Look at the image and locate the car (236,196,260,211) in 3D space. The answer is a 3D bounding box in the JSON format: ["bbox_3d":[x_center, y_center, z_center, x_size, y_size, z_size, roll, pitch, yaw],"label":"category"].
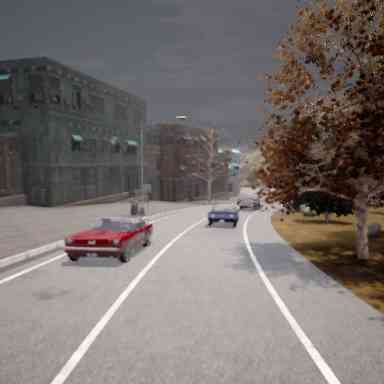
[{"bbox_3d":[7.242,1.498,41.392,2.033,1.411,5.357,2,0,20],"label":"car"}]

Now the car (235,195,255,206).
[{"bbox_3d":[8.568,1.377,53.327,1.882,1.535,5.008,3,1,25],"label":"car"}]

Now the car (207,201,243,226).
[{"bbox_3d":[2.272,1.534,23.011,1.895,1.301,4.718,1,0,10],"label":"car"}]

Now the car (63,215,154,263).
[{"bbox_3d":[-2.743,1.540,11.967,1.895,1.301,4.718,1,0,6],"label":"car"}]
